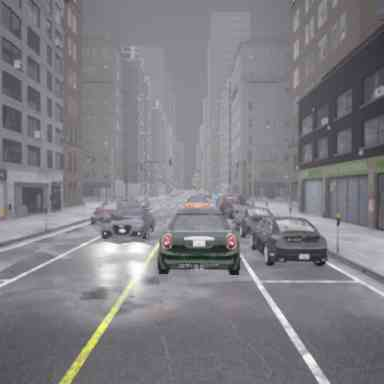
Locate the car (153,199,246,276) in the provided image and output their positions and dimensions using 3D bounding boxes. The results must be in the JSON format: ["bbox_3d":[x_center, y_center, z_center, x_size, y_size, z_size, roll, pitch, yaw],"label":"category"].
[{"bbox_3d":[0.212,1.253,10.193,2.097,1.767,4.553,0,0,1],"label":"car"}]

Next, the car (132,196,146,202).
[{"bbox_3d":[-5.324,1.299,27.604,1.947,1.339,4.313,0,1,1],"label":"car"}]

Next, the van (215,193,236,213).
[{"bbox_3d":[3.275,1.029,33.020,1.690,1.788,3.998,0,1,1],"label":"van"}]

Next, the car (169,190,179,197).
[{"bbox_3d":[-5.059,0.638,88.152,1.967,1.590,4.097,0,0,-1],"label":"car"}]

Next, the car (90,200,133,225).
[{"bbox_3d":[-5.396,1.367,22.080,1.802,1.307,4.206,0,1,1],"label":"car"}]

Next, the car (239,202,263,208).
[{"bbox_3d":[3.057,1.396,16.453,2.008,1.369,4.403,0,1,1],"label":"car"}]

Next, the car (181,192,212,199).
[{"bbox_3d":[0.424,1.104,25.989,2.097,1.767,4.553,0,0,1],"label":"car"}]

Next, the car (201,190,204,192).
[{"bbox_3d":[3.566,0.739,76.909,1.967,1.590,4.097,0,0,-1],"label":"car"}]

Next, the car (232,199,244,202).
[{"bbox_3d":[3.129,1.358,21.976,1.947,1.339,4.313,0,1,1],"label":"car"}]

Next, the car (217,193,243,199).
[{"bbox_3d":[3.202,1.055,27.497,2.192,1.841,5.009,0,1,1],"label":"car"}]

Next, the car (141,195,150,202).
[{"bbox_3d":[-5.251,1.121,33.127,1.967,1.590,4.097,0,1,1],"label":"car"}]

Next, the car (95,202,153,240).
[{"bbox_3d":[-2.907,1.409,15.932,1.994,1.385,4.181,0,1,1],"label":"car"}]

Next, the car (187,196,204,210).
[{"bbox_3d":[0.474,1.168,37.647,1.812,1.442,4.674,0,1,2],"label":"car"}]

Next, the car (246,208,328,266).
[{"bbox_3d":[2.984,1.448,10.930,2.008,1.369,4.403,0,1,1],"label":"car"}]
